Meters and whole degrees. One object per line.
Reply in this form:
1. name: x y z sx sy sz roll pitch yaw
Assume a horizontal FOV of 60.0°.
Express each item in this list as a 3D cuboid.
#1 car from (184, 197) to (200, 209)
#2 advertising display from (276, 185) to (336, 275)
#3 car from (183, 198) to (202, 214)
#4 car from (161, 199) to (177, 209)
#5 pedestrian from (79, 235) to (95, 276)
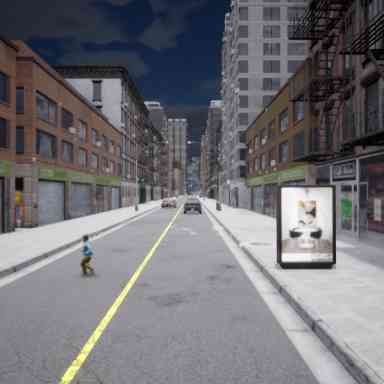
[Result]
1. car: 0.053 1.537 48.101 2.128 1.511 4.902 0 0 1
2. advertising display: 3.124 1.028 9.131 1.540 2.440 0.280 0 0 0
3. car: 0.071 1.533 36.443 1.837 1.490 4.892 0 0 0
4. car: -3.124 1.606 45.775 1.994 1.385 4.181 0 0 0
5. pedestrian: -2.751 1.676 8.852 0.500 1.100 0.500 0 0 -10
